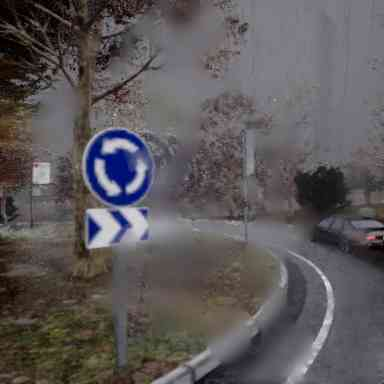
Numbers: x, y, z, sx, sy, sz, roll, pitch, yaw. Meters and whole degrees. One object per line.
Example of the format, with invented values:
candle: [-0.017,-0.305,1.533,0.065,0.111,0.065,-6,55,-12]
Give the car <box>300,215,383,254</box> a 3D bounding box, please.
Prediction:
car: [6.645,1.710,14.348,2.033,1.411,5.357,-1,-1,-7]
